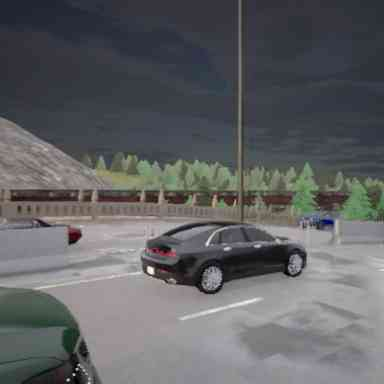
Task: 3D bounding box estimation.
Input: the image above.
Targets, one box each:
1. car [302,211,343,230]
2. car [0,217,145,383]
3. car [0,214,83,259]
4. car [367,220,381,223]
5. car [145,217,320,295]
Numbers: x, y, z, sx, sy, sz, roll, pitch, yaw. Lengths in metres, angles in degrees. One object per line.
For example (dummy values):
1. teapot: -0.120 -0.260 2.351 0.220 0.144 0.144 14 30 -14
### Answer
1. car: 13.780 3.016 35.204 5.566 2.045 2.150 9 -5 -35
2. car: -3.218 1.223 1.451 5.566 2.045 2.150 0 0 -35
3. car: -6.630 1.599 12.142 4.718 1.301 1.895 0 0 -35
4. car: 18.231 3.656 34.080 5.008 1.535 1.882 9 -5 -35
5. car: 1.059 1.531 8.805 4.892 1.490 1.837 1 -1 -36
